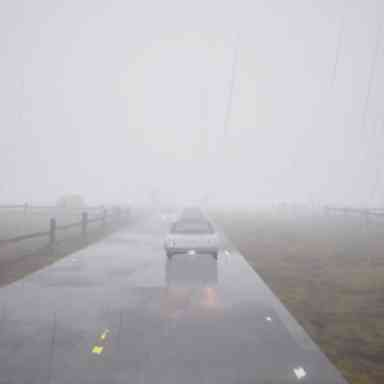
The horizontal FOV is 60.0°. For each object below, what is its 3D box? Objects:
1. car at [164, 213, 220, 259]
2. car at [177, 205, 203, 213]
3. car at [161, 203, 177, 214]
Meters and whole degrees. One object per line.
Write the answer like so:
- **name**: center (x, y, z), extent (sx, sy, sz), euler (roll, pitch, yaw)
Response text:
- **car**: center (0.017, 1.753, 13.288), extent (1.895, 1.301, 4.718), euler (0, -1, 1)
- **car**: center (0.019, 1.902, 28.554), extent (1.994, 1.385, 4.181), euler (0, -1, 1)
- **car**: center (-2.775, 2.085, 42.585), extent (1.994, 1.385, 4.181), euler (0, -1, 1)
